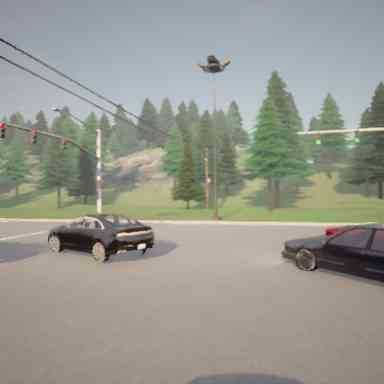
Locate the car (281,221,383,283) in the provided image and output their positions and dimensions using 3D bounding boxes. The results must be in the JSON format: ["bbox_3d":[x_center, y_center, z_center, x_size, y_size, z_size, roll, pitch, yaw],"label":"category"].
[{"bbox_3d":[4.728,1.501,8.235,2.033,1.411,5.357,-1,0,-30],"label":"car"}]

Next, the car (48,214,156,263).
[{"bbox_3d":[-3.463,1.552,12.227,4.902,1.511,2.128,-1,0,40],"label":"car"}]
